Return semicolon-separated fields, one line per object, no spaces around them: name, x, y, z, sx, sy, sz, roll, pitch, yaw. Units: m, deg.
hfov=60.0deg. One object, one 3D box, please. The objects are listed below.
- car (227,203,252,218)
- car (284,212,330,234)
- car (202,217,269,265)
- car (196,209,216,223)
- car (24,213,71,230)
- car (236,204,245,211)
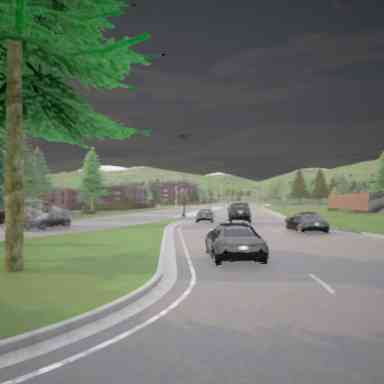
car;4.820;2.137;33.829;2.150;2.045;5.566;-1;-2;5
car;8.070;2.131;23.687;1.994;1.385;4.181;-1;-2;-3
car;1.666;1.935;13.315;1.994;1.385;4.181;-1;-2;-3
car;1.531;2.585;36.180;2.033;1.411;5.357;-1;-2;7
car;-13.052;2.631;30.280;1.812;1.442;4.674;-2;-2;22
car;10.958;3.533;74.909;1.812;1.442;4.674;-1;-2;9
